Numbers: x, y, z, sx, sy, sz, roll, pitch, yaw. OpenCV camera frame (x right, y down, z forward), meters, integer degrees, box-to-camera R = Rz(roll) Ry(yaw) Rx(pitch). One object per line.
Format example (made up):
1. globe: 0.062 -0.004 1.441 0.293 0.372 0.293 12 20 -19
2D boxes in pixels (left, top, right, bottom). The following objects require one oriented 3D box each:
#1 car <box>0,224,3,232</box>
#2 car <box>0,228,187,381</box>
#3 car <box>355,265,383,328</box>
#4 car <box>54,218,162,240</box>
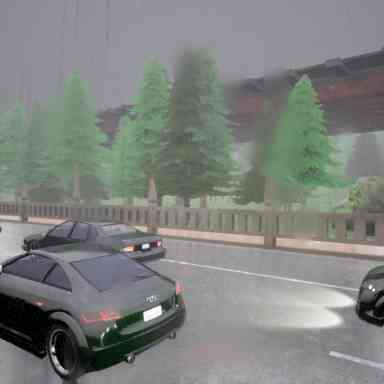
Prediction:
1. car: -11.461 1.547 16.486 5.357 1.411 2.033 0 0 36
2. car: -2.150 1.564 5.535 4.181 1.385 1.994 0 0 35
3. car: 4.756 1.564 4.896 4.181 1.385 1.994 0 0 36
4. car: -3.312 1.547 10.671 5.357 1.411 2.033 0 0 36
